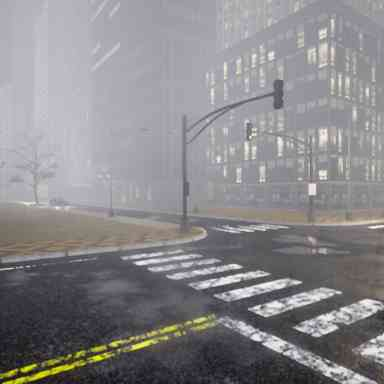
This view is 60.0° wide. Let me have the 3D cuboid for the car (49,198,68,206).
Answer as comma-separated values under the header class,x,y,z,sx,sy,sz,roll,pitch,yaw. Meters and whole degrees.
class,x,y,z,sx,sy,sz,roll,pitch,yaw
car,-21.749,1.598,54.191,1.895,1.301,4.718,0,0,-35
